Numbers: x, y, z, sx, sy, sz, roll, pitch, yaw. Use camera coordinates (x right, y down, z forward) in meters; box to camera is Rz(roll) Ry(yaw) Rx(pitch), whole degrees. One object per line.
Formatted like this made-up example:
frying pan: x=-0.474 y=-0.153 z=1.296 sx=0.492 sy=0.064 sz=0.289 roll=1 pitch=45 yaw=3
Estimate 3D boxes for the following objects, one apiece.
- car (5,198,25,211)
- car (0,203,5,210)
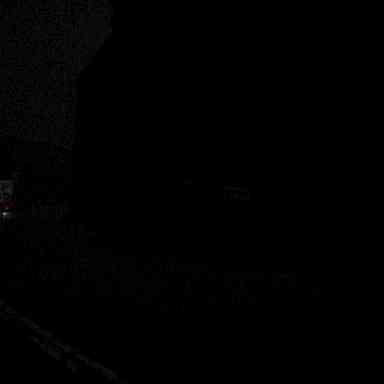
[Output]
car: x=-23.149 y=1.573 z=42.077 sx=1.882 sy=1.535 sz=5.008 roll=4 pitch=-1 yaw=4
car: x=-18.575 y=1.604 z=29.045 sx=2.128 sy=1.511 sz=4.902 roll=4 pitch=-2 yaw=-13
